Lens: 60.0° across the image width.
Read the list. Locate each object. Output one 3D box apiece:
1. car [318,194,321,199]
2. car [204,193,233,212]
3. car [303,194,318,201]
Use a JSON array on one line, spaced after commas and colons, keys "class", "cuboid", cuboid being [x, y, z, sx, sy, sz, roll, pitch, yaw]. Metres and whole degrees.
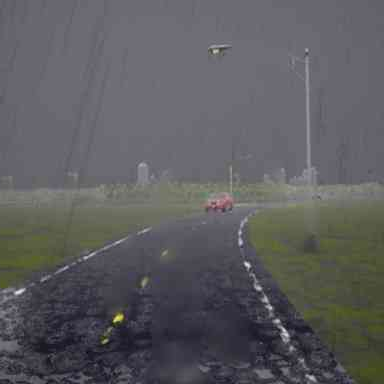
[{"class": "car", "cuboid": [29.264, 1.040, 77.967, 1.895, 1.301, 4.718, -1, 0, 24]}, {"class": "car", "cuboid": [3.021, 1.095, 36.606, 2.150, 2.045, 5.566, -1, 0, 18]}, {"class": "car", "cuboid": [24.266, 1.054, 68.974, 1.812, 1.442, 4.674, -1, 0, 30]}]
